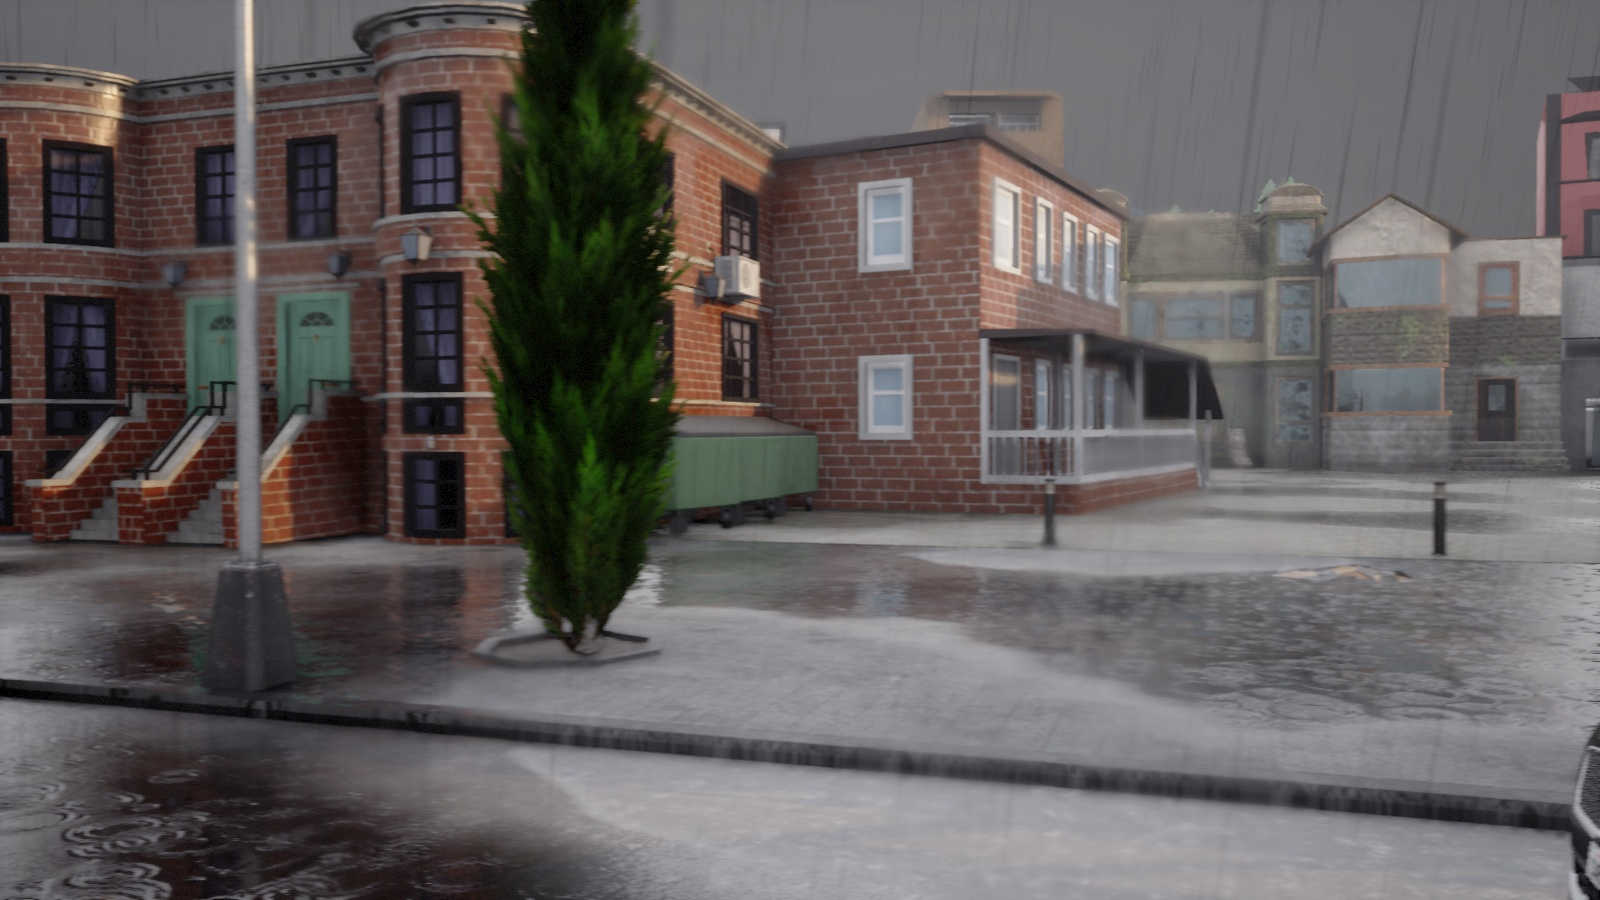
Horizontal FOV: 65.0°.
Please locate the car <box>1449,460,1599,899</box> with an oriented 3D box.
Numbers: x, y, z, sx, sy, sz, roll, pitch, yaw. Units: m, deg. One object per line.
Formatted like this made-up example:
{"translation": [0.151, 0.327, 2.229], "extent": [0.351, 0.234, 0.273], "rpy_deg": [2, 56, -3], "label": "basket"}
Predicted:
{"translation": [4.097, 0.809, 2.342], "extent": [4.892, 1.490, 1.837], "rpy_deg": [1, 1, 19], "label": "car"}
